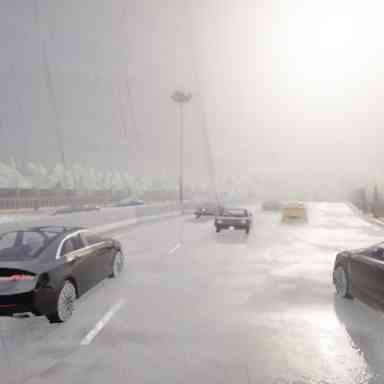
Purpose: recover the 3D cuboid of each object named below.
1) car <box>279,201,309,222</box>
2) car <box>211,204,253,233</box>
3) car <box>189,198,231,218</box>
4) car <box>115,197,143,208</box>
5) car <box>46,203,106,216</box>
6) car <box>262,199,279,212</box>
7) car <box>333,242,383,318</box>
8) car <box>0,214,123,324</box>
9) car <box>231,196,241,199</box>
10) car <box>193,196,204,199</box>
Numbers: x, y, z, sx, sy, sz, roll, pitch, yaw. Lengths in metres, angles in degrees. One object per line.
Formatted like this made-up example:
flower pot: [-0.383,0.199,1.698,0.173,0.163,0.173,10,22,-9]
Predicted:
car: [8.421,1.490,27.108,1.882,1.535,5.008,0,0,18]
car: [2.582,1.595,19.626,1.895,1.301,4.718,0,0,13]
car: [1.771,1.529,29.435,2.033,1.411,5.357,0,0,19]
car: [-8.044,1.452,43.334,1.812,1.442,4.674,0,0,23]
car: [-7.664,1.493,22.693,2.033,1.411,5.357,0,0,14]
car: [9.642,1.571,39.684,1.994,1.385,4.181,0,0,23]
car: [3.947,1.504,5.492,2.128,1.511,4.902,0,0,4]
car: [-2.915,1.472,7.143,2.128,1.511,4.902,0,0,5]
car: [8.236,1.544,63.493,1.837,1.490,4.892,0,0,23]
car: [1.024,1.481,55.570,1.812,1.442,4.674,0,0,24]
